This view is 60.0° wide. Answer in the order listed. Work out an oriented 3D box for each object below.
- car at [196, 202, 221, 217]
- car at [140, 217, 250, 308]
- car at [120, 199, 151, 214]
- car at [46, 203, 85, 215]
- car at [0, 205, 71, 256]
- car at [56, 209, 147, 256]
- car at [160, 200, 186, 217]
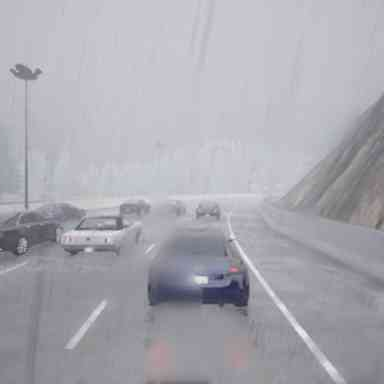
[{"bbox_3d":[1.472,1.507,27.993,1.895,1.301,4.718,0,0,7],"label":"car"},{"bbox_3d":[0.150,1.537,7.961,1.994,1.385,4.181,0,0,1],"label":"car"},{"bbox_3d":[-5.183,1.380,30.990,1.882,1.535,5.008,0,0,7],"label":"car"},{"bbox_3d":[-9.530,1.477,23.980,2.033,1.411,5.357,0,0,5],"label":"car"},{"bbox_3d":[-6.718,1.469,12.929,1.837,1.490,4.892,0,0,2],"label":"car"},{"bbox_3d":[-3.230,1.561,12.927,1.895,1.301,4.718,0,0,2],"label":"car"},{"bbox_3d":[-1.726,1.426,30.542,1.812,1.442,4.674,0,0,7],"label":"car"}]
